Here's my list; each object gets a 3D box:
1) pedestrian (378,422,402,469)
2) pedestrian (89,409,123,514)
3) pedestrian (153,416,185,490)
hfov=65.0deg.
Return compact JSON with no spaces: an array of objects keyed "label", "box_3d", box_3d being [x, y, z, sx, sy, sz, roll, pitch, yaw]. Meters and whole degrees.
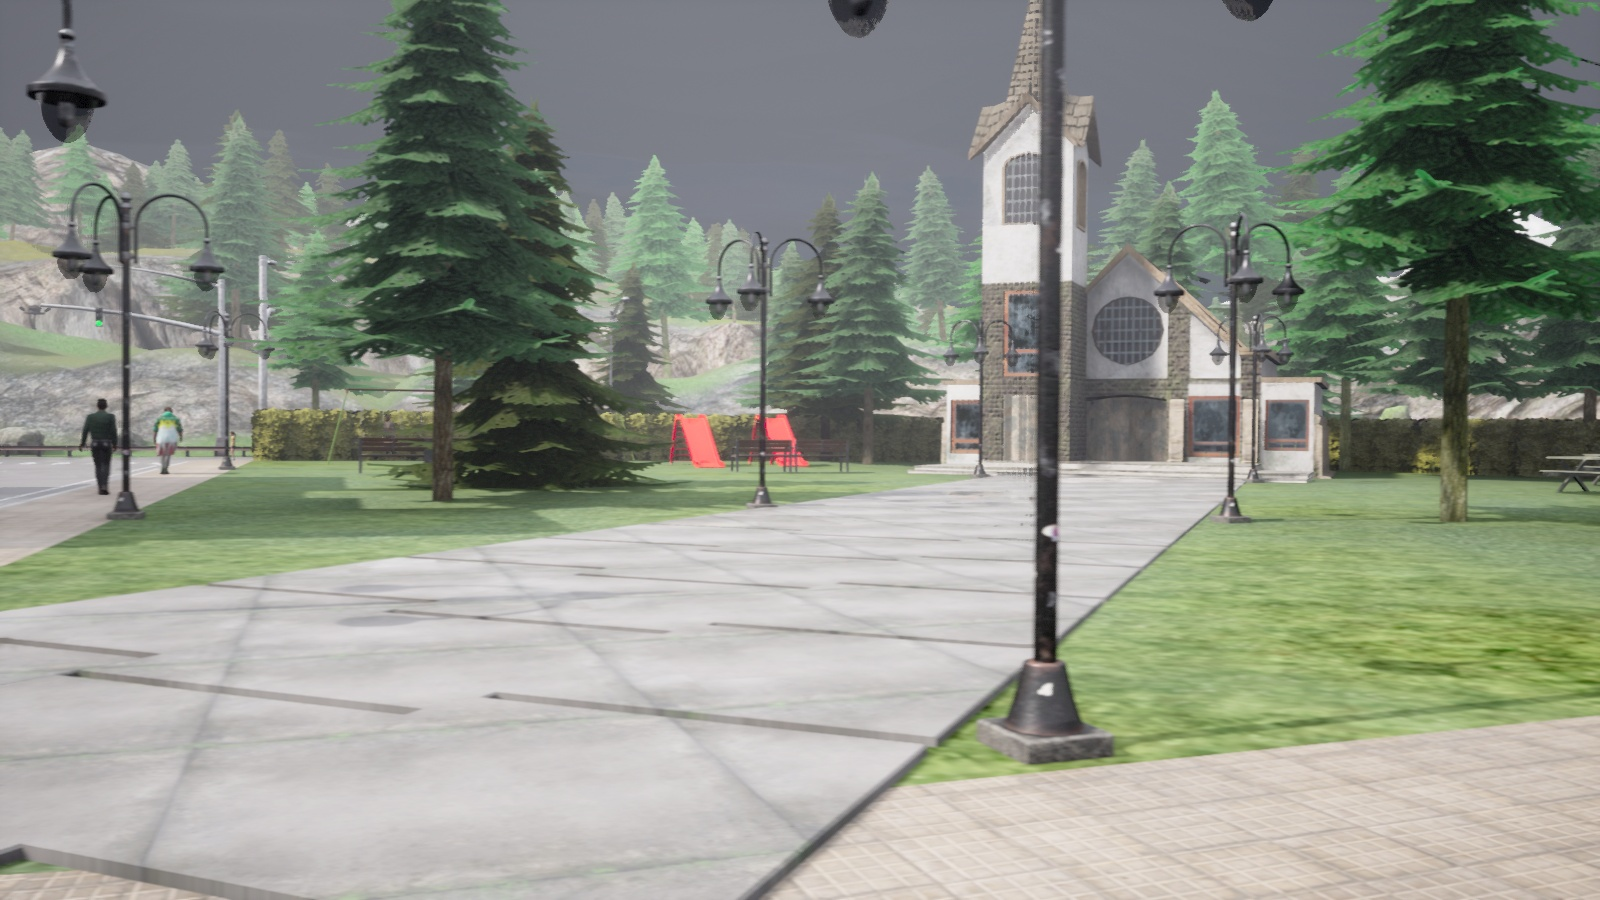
[{"label":"pedestrian","box_3d":[-15.760,-0.185,48.282,0.328,1.805,0.869,0,1,32]},{"label":"pedestrian","box_3d":[-13.157,0.204,23.811,0.423,1.949,0.788,-1,1,-21]},{"label":"pedestrian","box_3d":[-16.992,0.082,33.819,0.659,1.952,0.873,-1,1,-22]}]
